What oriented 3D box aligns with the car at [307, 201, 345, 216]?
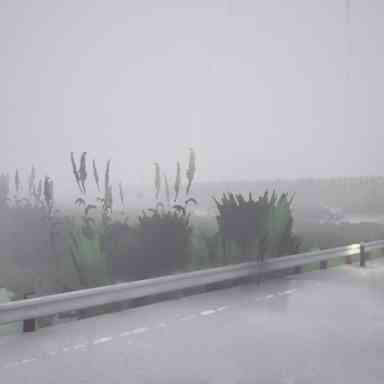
[{"bbox_3d":[10.812,1.569,28.981,2.097,1.767,4.553,-1,1,-43],"label":"car"}]
